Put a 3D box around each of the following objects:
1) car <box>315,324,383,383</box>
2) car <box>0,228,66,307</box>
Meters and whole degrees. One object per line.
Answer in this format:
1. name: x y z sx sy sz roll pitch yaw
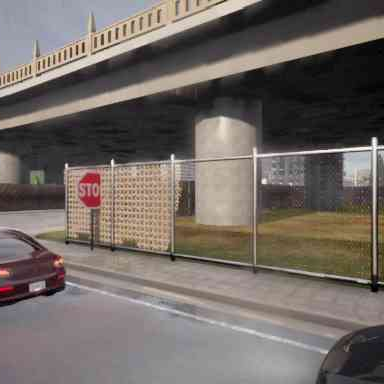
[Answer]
1. car: 3.194 1.505 1.717 4.892 1.490 1.837 0 0 35
2. car: -4.647 1.526 7.301 4.674 1.442 1.812 0 0 35
